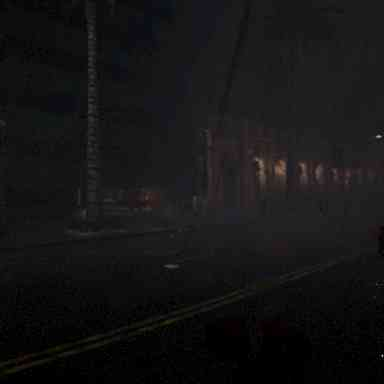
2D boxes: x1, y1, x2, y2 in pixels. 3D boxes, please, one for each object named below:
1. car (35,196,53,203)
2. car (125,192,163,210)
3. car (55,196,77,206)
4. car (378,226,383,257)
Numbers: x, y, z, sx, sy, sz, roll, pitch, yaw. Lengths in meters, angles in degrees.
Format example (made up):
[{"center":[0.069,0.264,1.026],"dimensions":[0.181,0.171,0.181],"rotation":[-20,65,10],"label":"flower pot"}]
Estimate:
[{"center":[-25.919,1.479,59.794],"dimensions":[4.786,1.482,2.161],"rotation":[-1,0,-44],"label":"car"},{"center":[-4.922,0.989,38.226],"dimensions":[5.566,2.045,2.435],"rotation":[-1,0,-44],"label":"car"},{"center":[-18.243,1.492,51.086],"dimensions":[4.718,1.301,1.895],"rotation":[-1,0,-44],"label":"car"},{"center":[8.111,1.399,11.464],"dimensions":[5.008,1.535,1.882],"rotation":[-1,0,-43],"label":"car"}]
